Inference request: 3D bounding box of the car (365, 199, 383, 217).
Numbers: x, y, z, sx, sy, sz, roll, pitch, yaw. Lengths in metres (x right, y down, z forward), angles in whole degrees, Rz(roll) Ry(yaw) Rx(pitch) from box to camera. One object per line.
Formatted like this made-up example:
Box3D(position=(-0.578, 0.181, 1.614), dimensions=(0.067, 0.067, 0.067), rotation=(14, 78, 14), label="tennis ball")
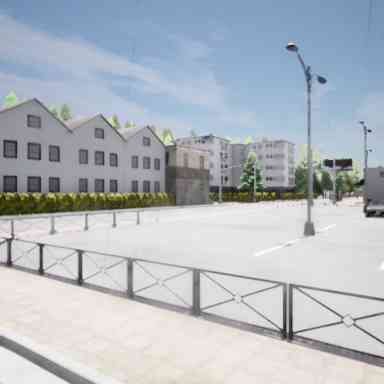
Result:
Box3D(position=(15.301, 1.298, 26.896), dimensions=(2.007, 1.523, 4.514), rotation=(0, 0, 35), label="car")
